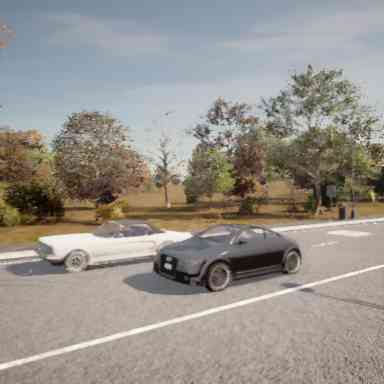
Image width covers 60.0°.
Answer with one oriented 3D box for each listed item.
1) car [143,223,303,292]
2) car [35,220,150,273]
[{"bbox_3d":[1.070,1.570,9.005,4.181,1.385,1.994,0,0,-35],"label":"car"},{"bbox_3d":[-2.454,1.606,10.802,4.718,1.301,1.895,0,0,-35],"label":"car"}]
